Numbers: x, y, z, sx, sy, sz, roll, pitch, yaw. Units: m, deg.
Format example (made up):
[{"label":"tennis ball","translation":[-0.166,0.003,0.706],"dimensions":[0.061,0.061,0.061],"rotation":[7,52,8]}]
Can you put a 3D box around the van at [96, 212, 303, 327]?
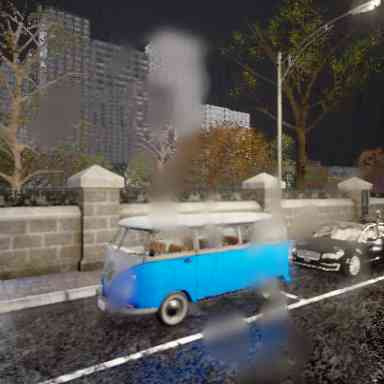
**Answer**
[{"label":"van","translation":[0.216,1.333,6.713],"dimensions":[3.998,1.788,1.690],"rotation":[0,0,-36]}]

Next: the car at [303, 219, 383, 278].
[{"label":"car","translation":[4.799,1.533,9.984],"dimensions":[4.403,1.369,2.008],"rotation":[0,0,-36]}]
